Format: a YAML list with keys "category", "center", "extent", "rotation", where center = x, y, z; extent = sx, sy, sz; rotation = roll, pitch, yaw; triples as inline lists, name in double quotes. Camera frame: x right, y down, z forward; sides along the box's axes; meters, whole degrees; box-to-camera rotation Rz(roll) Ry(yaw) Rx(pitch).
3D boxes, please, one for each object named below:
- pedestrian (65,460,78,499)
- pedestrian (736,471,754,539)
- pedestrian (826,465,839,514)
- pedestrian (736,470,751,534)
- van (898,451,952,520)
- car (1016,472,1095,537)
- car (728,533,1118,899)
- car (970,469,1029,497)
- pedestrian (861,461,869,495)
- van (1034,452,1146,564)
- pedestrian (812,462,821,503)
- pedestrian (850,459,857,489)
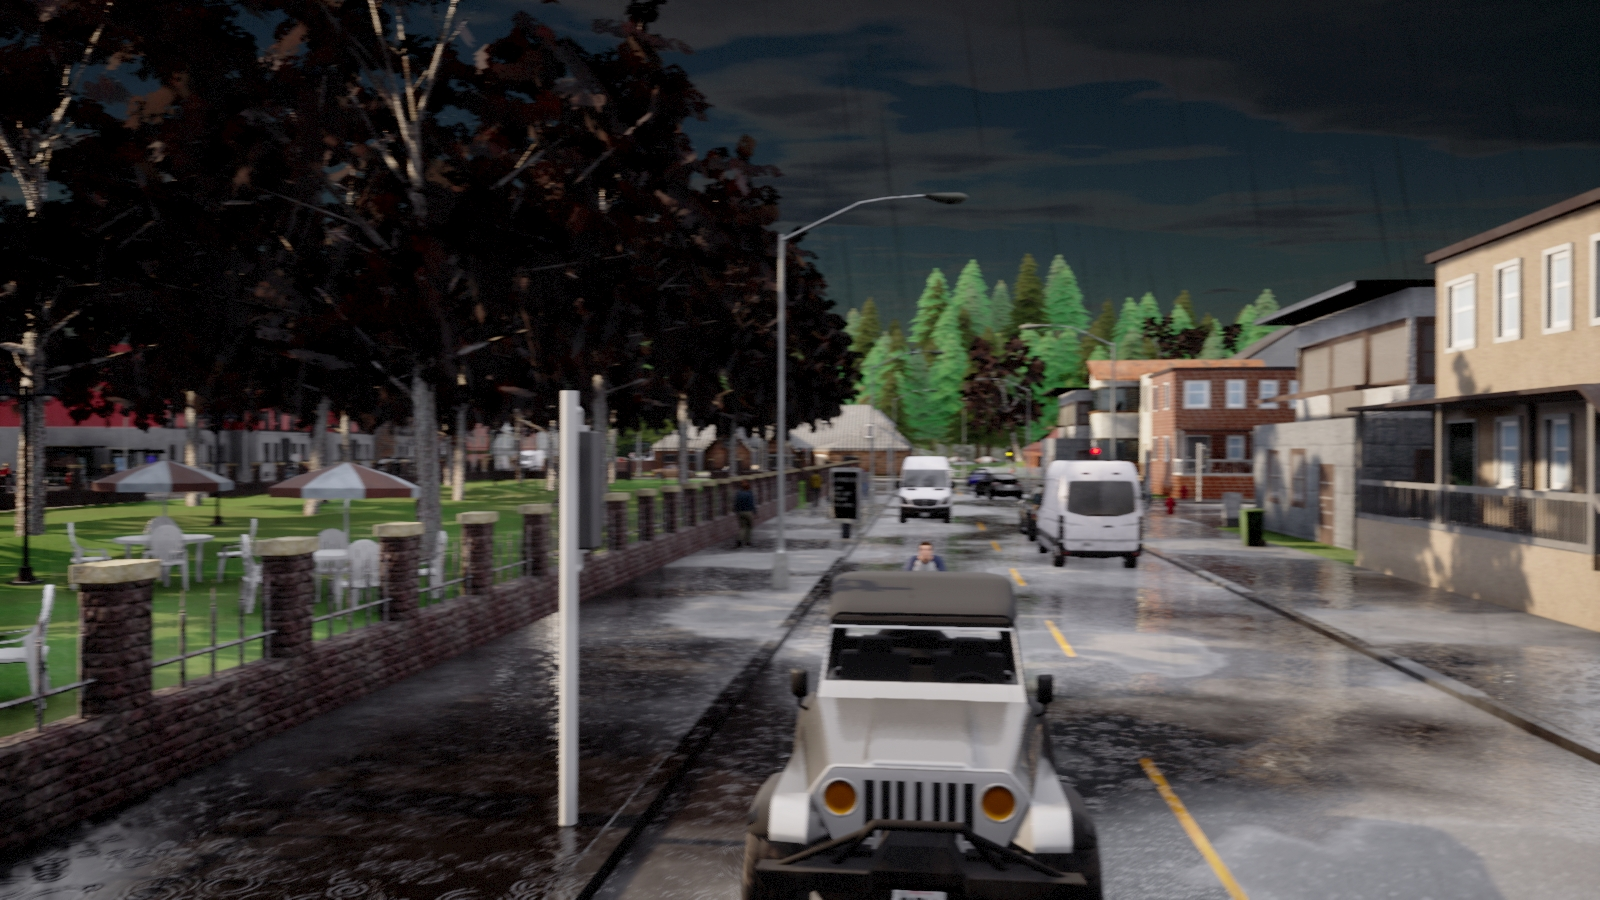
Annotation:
- category: "pedestrian"
  center: [-34.650, 1.409, 54.364]
  extent: [0.375, 1.860, 0.375]
  rotation: [0, 0, 6]
- category: "pedestrian"
  center: [-1.516, 1.512, 31.476]
  extent: [0.375, 1.860, 0.375]
  rotation: [0, 0, 24]
- category: "pedestrian"
  center: [1.230, 1.517, 43.663]
  extent: [0.375, 1.860, 0.375]
  rotation: [0, 0, 22]
- category: "pedestrian"
  center: [-1.642, 1.511, 33.436]
  extent: [0.375, 1.860, 0.375]
  rotation: [0, 0, 8]
- category: "van"
  center: [5.002, 1.317, 45.463]
  extent: [1.988, 2.561, 5.915]
  rotation: [0, 0, 7]
- category: "car"
  center: [8.011, 1.658, 36.192]
  extent: [1.932, 1.855, 4.605]
  rotation: [0, 0, 6]
- category: "car"
  center: [0.805, 1.637, 7.548]
  extent: [1.905, 1.878, 3.866]
  rotation: [0, 0, 6]
- category: "car"
  center: [11.465, 1.859, 65.886]
  extent: [2.163, 1.488, 4.792]
  rotation: [0, 0, -5]
- category: "pedestrian"
  center: [3.511, 1.519, 61.838]
  extent: [0.375, 1.860, 0.375]
  rotation: [0, 0, 19]
- category: "van"
  center: [7.252, 1.328, 29.165]
  extent: [1.988, 2.561, 5.915]
  rotation: [0, 0, 7]
- category: "pedestrian"
  center: [0.772, 1.513, 53.232]
  extent: [0.375, 1.860, 0.375]
  rotation: [0, 0, 15]
- category: "pedestrian"
  center: [3.379, 1.517, 72.421]
  extent: [0.375, 1.860, 0.375]
  rotation: [0, 0, -11]
